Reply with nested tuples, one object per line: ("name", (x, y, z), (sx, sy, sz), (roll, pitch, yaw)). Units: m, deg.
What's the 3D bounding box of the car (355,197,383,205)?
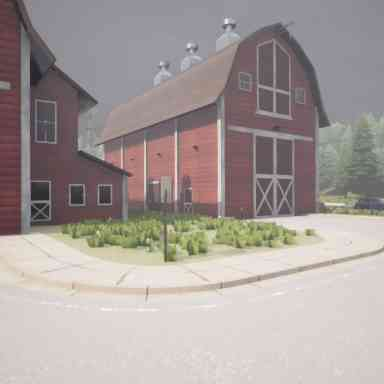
("car", (20.137, 1.388, 36.086), (2.097, 1.767, 4.553), (0, 0, -34))
